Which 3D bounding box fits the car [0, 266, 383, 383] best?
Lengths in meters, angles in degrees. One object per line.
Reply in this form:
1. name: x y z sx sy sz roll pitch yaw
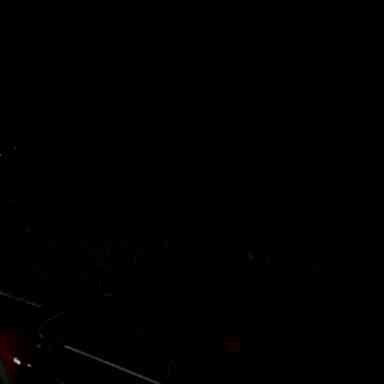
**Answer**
1. car: -0.278 1.451 3.053 4.097 1.590 1.967 0 -1 35
